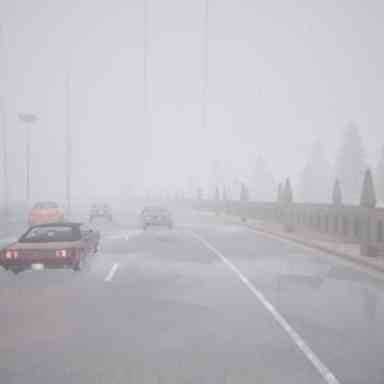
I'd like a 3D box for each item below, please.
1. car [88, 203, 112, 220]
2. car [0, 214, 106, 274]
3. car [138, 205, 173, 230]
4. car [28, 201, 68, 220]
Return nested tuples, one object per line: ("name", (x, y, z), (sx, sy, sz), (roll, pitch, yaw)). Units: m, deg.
("car", (-7.876, 1.619, 28.588), (2.033, 1.411, 5.357), (0, 0, -17))
("car", (-4.204, 1.625, 10.753), (1.895, 1.301, 4.718), (0, 0, -6))
("car", (-2.430, 1.575, 21.562), (2.033, 1.411, 5.357), (0, 0, -13))
("car", (-10.326, 1.430, 24.114), (2.097, 1.767, 4.553), (0, 0, -14))
